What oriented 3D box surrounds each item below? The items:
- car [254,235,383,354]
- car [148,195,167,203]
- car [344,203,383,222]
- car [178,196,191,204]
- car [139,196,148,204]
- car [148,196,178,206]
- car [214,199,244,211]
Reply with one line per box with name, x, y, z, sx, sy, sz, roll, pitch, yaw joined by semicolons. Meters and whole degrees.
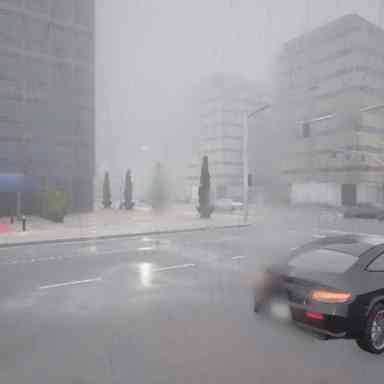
car;3.149;1.526;6.066;4.674;1.442;1.812;0;0;-35
car;-7.344;1.503;69.697;1.837;1.490;4.892;0;0;-35
car;14.304;1.564;26.351;1.994;1.385;4.181;0;0;-35
car;-2.060;1.525;62.221;1.812;1.442;4.674;0;0;-35
car;-8.788;1.564;65.722;1.994;1.385;4.181;0;0;-35
car;-4.772;1.601;53.565;1.895;1.301;4.718;0;0;-35
car;4.550;1.525;40.263;1.812;1.442;4.674;0;0;-35
